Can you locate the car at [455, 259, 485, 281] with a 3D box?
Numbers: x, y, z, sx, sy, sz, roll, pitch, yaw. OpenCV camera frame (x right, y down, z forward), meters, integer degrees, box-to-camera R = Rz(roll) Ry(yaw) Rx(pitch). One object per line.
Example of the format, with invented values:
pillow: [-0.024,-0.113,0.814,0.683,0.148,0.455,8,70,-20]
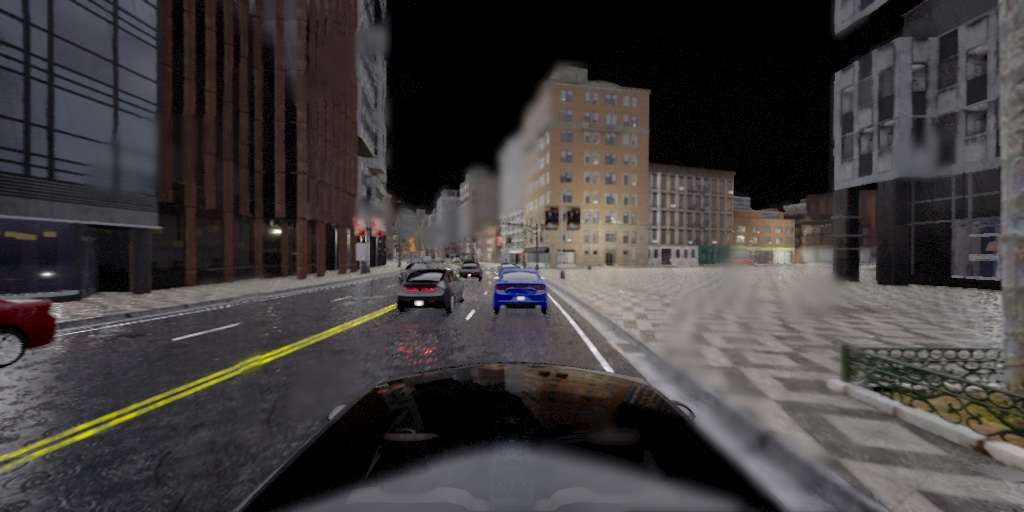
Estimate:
car: [-3.435,1.247,30.212,1.837,1.490,4.892,0,0,-3]

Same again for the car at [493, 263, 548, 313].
car: [0.294,1.229,14.143,1.882,1.535,5.008,0,0,0]

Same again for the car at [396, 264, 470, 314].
car: [-2.957,1.249,13.825,1.837,1.490,4.892,0,0,0]

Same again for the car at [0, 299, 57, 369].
car: [-9.798,1.203,4.768,1.882,1.535,5.008,0,0,1]

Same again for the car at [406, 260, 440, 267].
car: [-6.610,1.242,25.299,1.837,1.490,4.892,0,0,-3]
